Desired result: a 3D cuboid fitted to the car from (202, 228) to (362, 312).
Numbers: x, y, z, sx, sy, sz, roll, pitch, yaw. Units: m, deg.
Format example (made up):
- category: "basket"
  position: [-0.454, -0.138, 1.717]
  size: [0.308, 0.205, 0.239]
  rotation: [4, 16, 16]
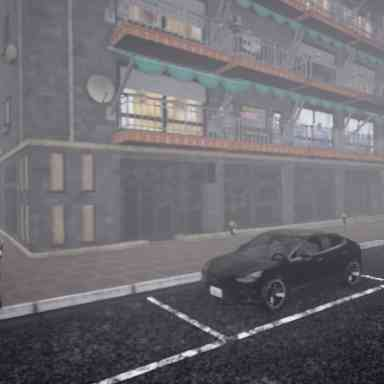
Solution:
- category: "car"
  position: [2.239, 1.556, 7.709]
  size: [4.313, 1.339, 1.947]
  rotation: [0, -1, -36]
